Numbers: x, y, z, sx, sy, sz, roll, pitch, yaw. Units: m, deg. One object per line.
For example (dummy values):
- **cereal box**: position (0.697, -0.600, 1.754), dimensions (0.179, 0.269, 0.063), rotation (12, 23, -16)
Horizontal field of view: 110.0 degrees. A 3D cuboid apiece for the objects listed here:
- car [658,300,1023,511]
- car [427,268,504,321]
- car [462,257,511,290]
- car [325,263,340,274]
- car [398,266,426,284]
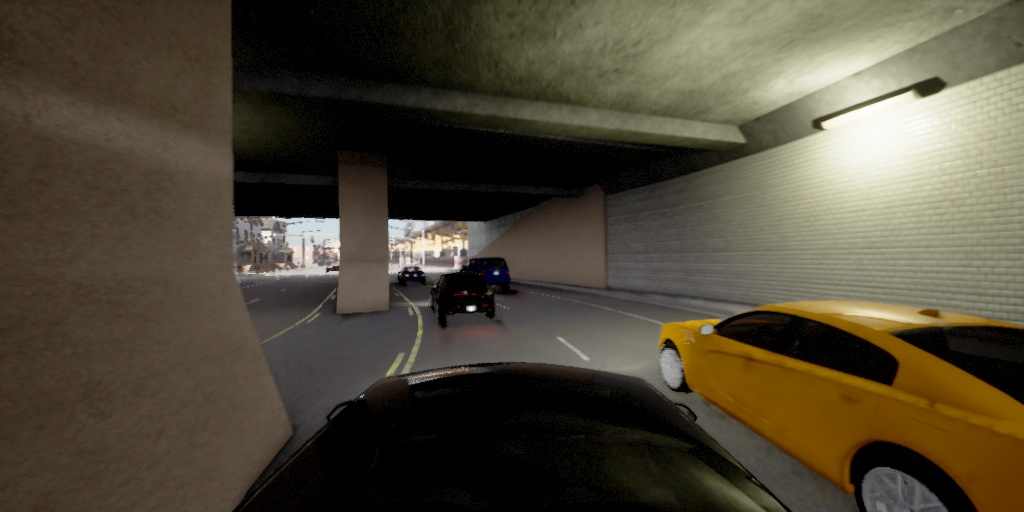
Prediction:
- **car**: position (3.297, 1.190, 3.672), dimensions (1.882, 1.535, 5.008), rotation (-1, 0, -2)
- **car**: position (-1.920, 1.345, 13.063), dimensions (1.837, 1.490, 4.892), rotation (0, 0, -17)
- **car**: position (-1.893, 1.117, 23.322), dimensions (2.150, 2.045, 5.566), rotation (-1, 0, -22)
- **car**: position (-21.965, 1.511, 44.329), dimensions (1.895, 1.301, 4.718), rotation (-1, 0, -22)
- **car**: position (-8.493, 1.577, 30.286), dimensions (2.033, 1.411, 5.357), rotation (-1, 0, -22)
